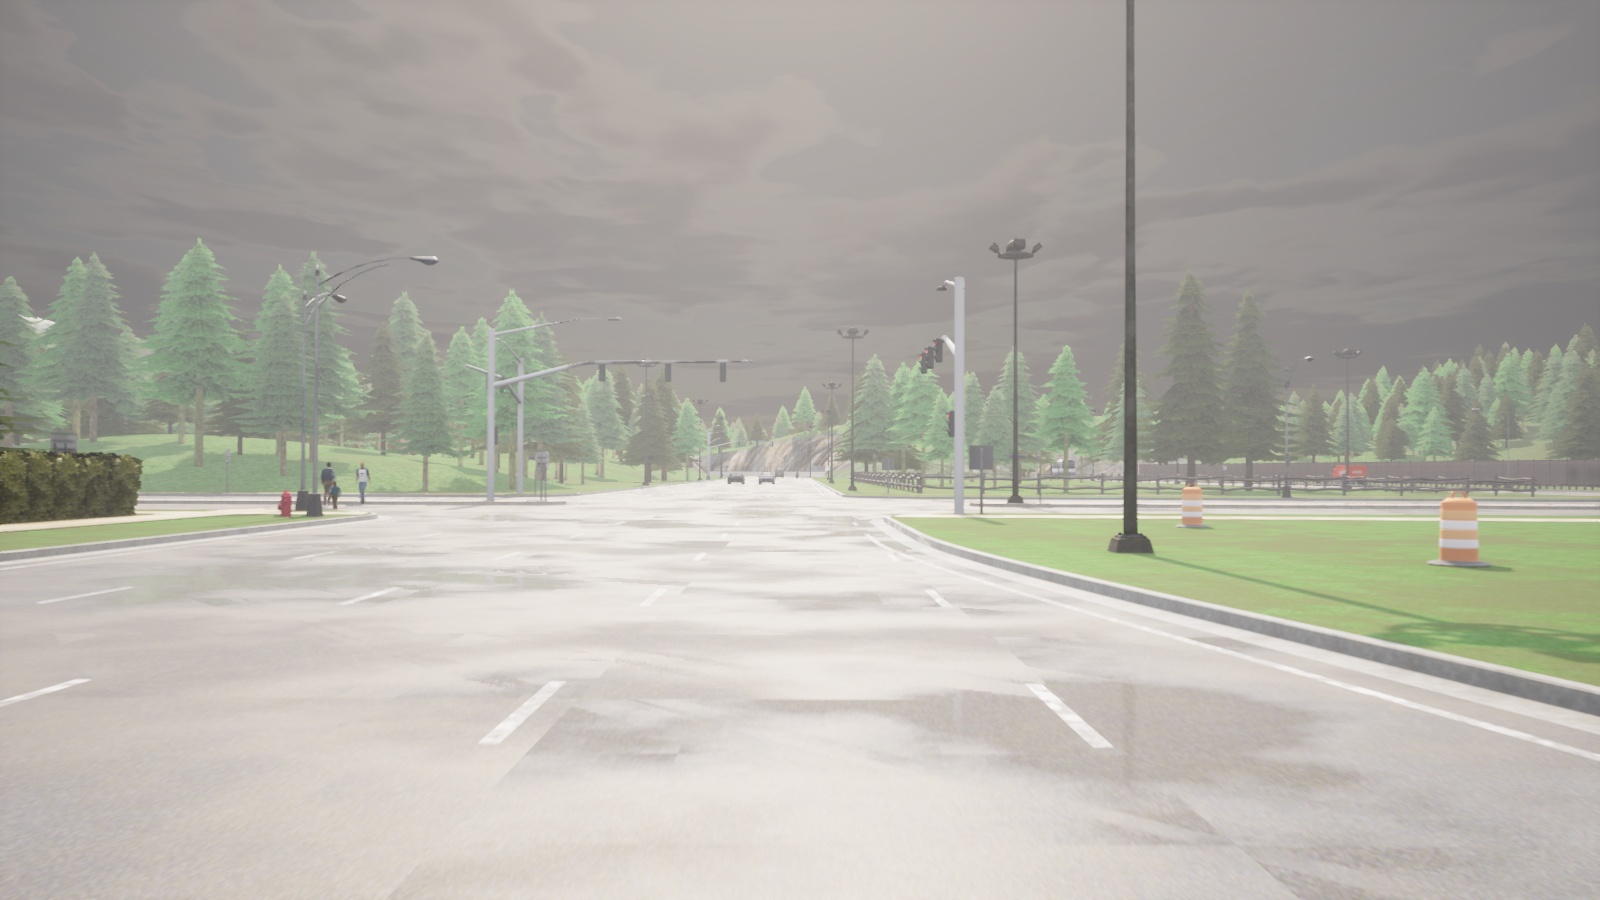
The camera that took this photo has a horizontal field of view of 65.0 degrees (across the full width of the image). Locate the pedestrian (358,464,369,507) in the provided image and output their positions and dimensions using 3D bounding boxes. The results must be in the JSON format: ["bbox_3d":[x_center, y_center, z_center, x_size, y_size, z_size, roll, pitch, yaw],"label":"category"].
[{"bbox_3d":[-18.797,1.505,54.082,0.354,1.836,0.706,0,-1,-10],"label":"pedestrian"}]

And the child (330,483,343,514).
[{"bbox_3d":[-17.787,1.862,48.201,0.343,1.192,0.448,0,-1,-3],"label":"child"}]

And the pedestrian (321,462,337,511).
[{"bbox_3d":[-19.161,1.477,51.093,0.423,1.949,0.788,0,-1,-3],"label":"pedestrian"}]
